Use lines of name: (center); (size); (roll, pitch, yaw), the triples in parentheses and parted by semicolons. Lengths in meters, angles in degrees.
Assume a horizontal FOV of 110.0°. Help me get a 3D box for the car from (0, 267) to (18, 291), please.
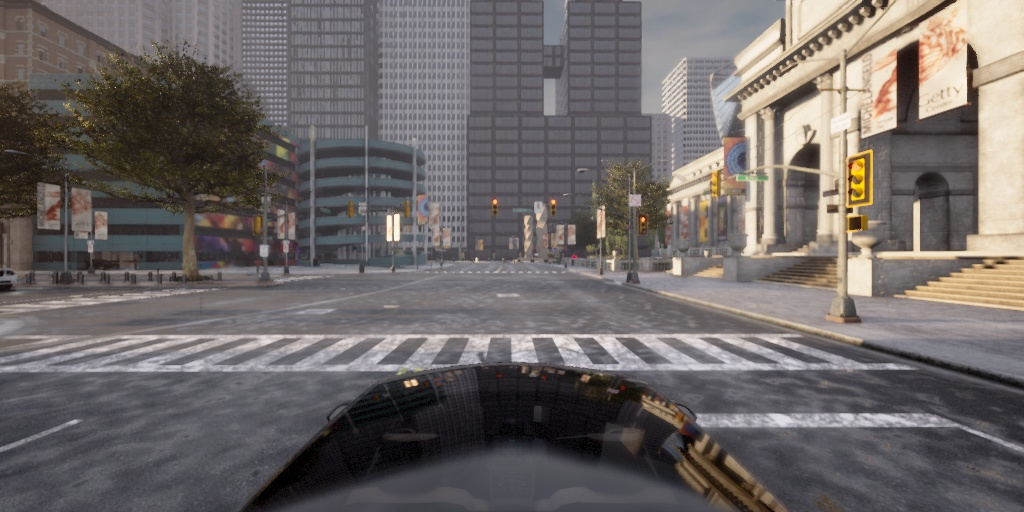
car: (-31.152, 0.962, 19.773); (5.566, 2.045, 2.150); (0, 0, 0)
